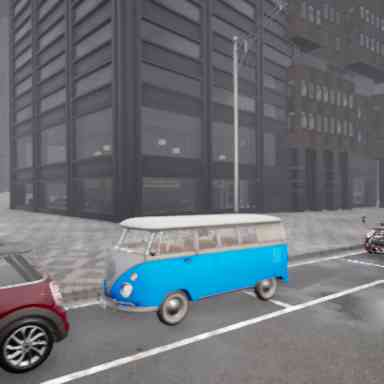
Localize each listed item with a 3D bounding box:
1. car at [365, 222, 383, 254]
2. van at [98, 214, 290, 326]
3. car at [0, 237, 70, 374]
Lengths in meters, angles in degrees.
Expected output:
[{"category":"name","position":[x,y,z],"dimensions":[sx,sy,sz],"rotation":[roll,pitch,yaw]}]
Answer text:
[{"category":"car","position":[8.326,1.529,12.587],"dimensions":[4.097,1.590,1.967],"rotation":[0,-1,-35]},{"category":"van","position":[0.220,1.367,6.817],"dimensions":[3.998,1.788,1.690],"rotation":[0,-1,-35]},{"category":"car","position":[-3.760,1.434,3.981],"dimensions":[4.097,1.590,1.967],"rotation":[0,-1,-35]}]
